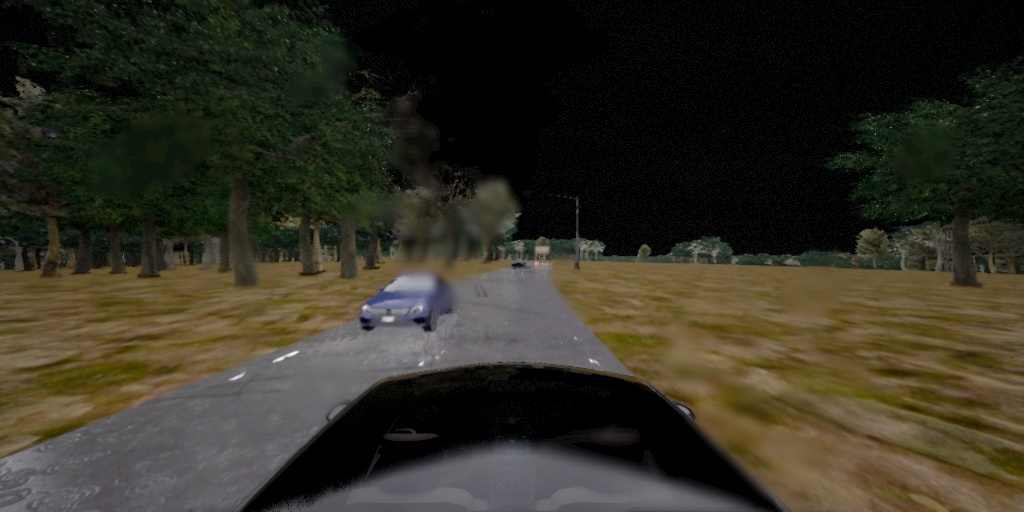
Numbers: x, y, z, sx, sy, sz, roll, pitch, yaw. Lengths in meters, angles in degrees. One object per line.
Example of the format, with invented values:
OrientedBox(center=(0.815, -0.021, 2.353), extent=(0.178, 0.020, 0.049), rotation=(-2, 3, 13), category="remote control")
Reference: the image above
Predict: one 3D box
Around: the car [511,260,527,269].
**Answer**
OrientedBox(center=(1.074, 1.181, 53.655), extent=(1.895, 1.301, 4.718), rotation=(0, 0, 9), category="car")

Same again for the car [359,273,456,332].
OrientedBox(center=(-2.908, 1.261, 10.976), extent=(1.812, 1.442, 4.674), rotation=(0, 0, 2), category="car")

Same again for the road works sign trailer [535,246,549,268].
OrientedBox(center=(4.858, 0.036, 58.161), extent=(2.380, 3.560, 2.880), rotation=(0, 0, 7), category="road works sign trailer")
